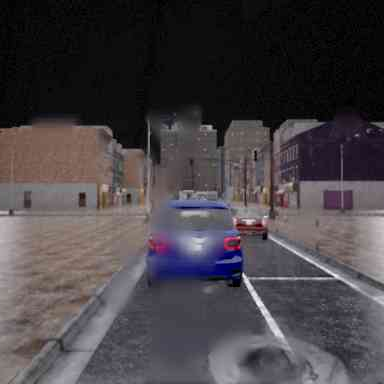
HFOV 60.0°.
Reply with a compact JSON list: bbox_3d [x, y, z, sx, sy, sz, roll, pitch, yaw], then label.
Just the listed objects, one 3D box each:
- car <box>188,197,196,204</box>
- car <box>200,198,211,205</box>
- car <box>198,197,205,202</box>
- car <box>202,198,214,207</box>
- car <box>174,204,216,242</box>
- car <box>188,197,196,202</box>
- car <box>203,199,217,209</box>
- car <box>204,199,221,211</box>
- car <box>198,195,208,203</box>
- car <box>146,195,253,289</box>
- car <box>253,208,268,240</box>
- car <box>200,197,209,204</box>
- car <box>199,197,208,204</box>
[{"bbox_3d":[-0.020,1.875,74.202,1.837,1.490,4.892,0,-1,0],"label":"car"},{"bbox_3d":[2.637,1.868,65.850,1.947,1.339,4.313,1,-1,0],"label":"car"},{"bbox_3d":[2.628,2.175,93.038,1.802,1.307,4.206,1,-1,0],"label":"car"},{"bbox_3d":[2.642,1.734,55.145,1.752,1.417,4.829,1,0,0],"label":"car"},{"bbox_3d":[0.093,1.506,17.537,1.882,1.535,5.008,0,0,-1],"label":"car"},{"bbox_3d":[-0.022,1.922,84.660,1.895,1.301,4.718,0,-1,0],"label":"car"},{"bbox_3d":[2.642,1.734,49.538,1.947,1.339,4.313,1,0,0],"label":"car"},{"bbox_3d":[2.644,1.698,44.101,1.947,1.339,4.313,1,0,0],"label":"car"},{"bbox_3d":[2.637,1.782,82.166,2.192,1.841,5.009,1,-1,0],"label":"car"},{"bbox_3d":[0.042,1.233,9.359,2.150,2.045,5.566,0,0,-1],"label":"car"},{"bbox_3d":[2.657,1.468,17.355,1.967,1.590,4.097,2,0,0],"label":"car"},{"bbox_3d":[2.636,1.881,71.457,1.752,1.417,4.829,1,-1,0],"label":"car"},{"bbox_3d":[2.634,1.936,76.895,1.752,1.417,4.829,1,-1,0],"label":"car"}]
